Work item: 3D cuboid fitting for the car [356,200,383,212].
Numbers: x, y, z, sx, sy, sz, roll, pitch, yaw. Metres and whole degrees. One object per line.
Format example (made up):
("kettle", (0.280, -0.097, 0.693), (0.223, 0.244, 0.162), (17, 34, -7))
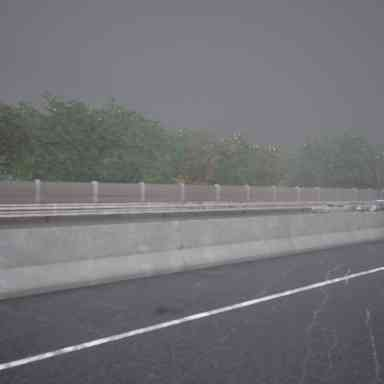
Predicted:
("car", (18.933, 1.633, 34.296), (4.553, 1.767, 2.097), (1, 0, -34))

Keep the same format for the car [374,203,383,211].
("car", (18.836, 1.862, 30.007), (4.718, 1.301, 1.895), (1, 0, -34))

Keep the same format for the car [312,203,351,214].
("car", (15.014, 1.860, 35.872), (4.718, 1.301, 1.895), (1, 0, -34))
